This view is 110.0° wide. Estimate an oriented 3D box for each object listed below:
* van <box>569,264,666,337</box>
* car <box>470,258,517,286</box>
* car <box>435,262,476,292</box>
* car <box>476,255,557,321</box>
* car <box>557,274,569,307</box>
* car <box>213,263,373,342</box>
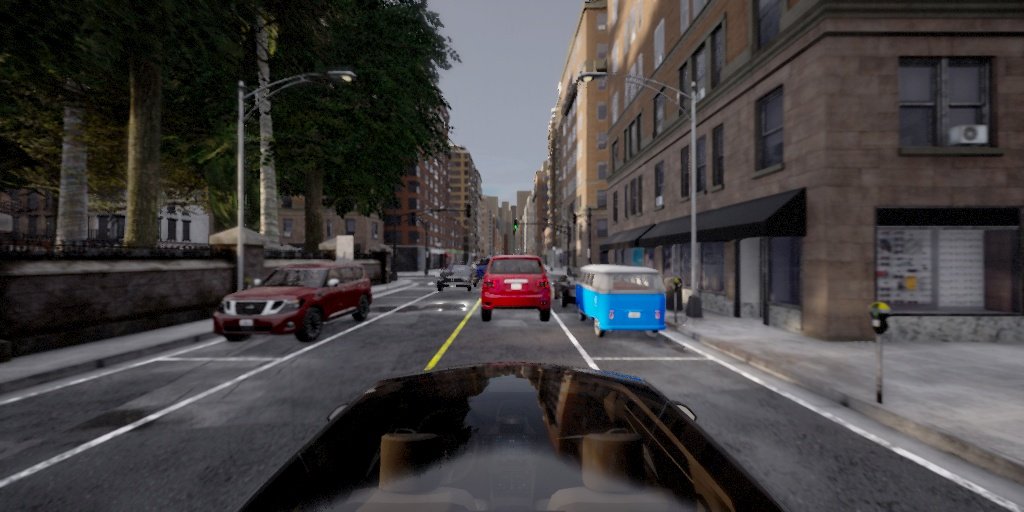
[{"bbox_3d":[2.855,1.151,10.206,1.690,1.789,3.998,0,0,0],"label":"van"},{"bbox_3d":[-1.641,1.158,29.093,2.150,2.045,5.566,0,0,-22],"label":"car"},{"bbox_3d":[-3.003,1.138,20.669,2.033,1.411,5.357,0,0,0],"label":"car"},{"bbox_3d":[0.108,1.041,12.931,2.150,2.045,5.566,0,-2,0],"label":"car"},{"bbox_3d":[2.854,1.415,15.866,1.948,1.339,4.313,0,0,0],"label":"car"},{"bbox_3d":[-5.669,1.124,10.165,2.192,1.841,5.009,0,0,0],"label":"car"}]
